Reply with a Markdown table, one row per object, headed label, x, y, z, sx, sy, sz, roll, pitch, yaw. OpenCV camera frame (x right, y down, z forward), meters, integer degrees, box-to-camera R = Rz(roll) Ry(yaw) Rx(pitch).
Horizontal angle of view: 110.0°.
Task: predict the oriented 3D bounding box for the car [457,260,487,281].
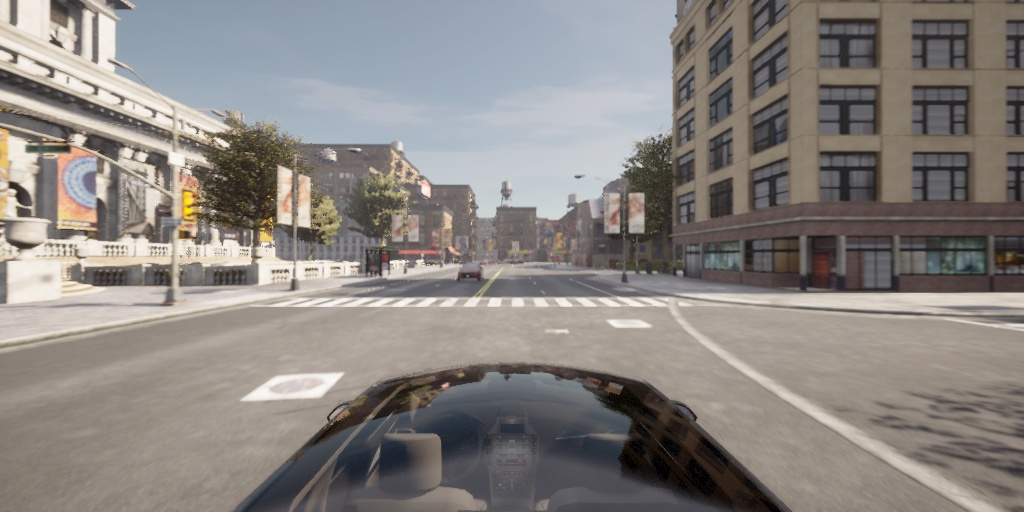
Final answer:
| label | x | y | z | sx | sy | sz | roll | pitch | yaw |
| --- | --- | --- | --- | --- | --- | --- | --- | --- | --- |
| car | -3.491 | 1.322 | 30.924 | 1.882 | 1.535 | 5.008 | 0 | 0 | 0 |
